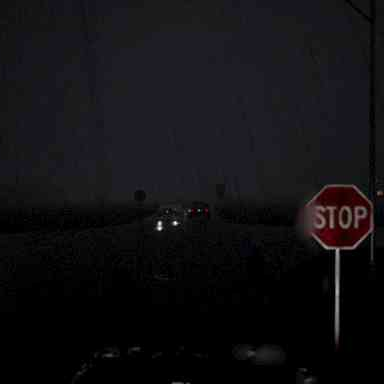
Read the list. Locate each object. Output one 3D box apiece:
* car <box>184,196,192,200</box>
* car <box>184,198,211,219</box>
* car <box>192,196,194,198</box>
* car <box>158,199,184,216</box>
[{"bbox_3d":[-1.510,1.576,45.311,1.895,1.301,4.718,0,0,3],"label":"car"},{"bbox_3d":[0.673,1.535,29.333,2.033,1.411,5.357,0,0,2],"label":"car"},{"bbox_3d":[-0.440,1.484,60.962,1.812,1.442,4.674,0,0,5],"label":"car"},{"bbox_3d":[-2.136,1.510,32.504,1.812,1.442,4.674,0,0,3],"label":"car"}]
